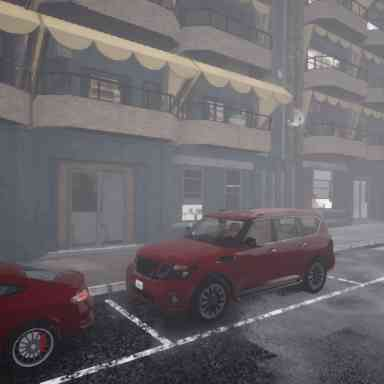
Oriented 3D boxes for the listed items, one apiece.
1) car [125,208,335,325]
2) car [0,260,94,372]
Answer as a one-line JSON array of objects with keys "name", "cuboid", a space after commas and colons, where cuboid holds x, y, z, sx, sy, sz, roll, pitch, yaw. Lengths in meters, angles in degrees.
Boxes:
[{"name": "car", "cuboid": [1.114, 1.318, 7.335, 5.009, 1.841, 2.192, 0, 1, -35]}, {"name": "car", "cuboid": [-3.384, 1.582, 4.131, 4.206, 1.307, 1.802, 0, 1, -35]}]
